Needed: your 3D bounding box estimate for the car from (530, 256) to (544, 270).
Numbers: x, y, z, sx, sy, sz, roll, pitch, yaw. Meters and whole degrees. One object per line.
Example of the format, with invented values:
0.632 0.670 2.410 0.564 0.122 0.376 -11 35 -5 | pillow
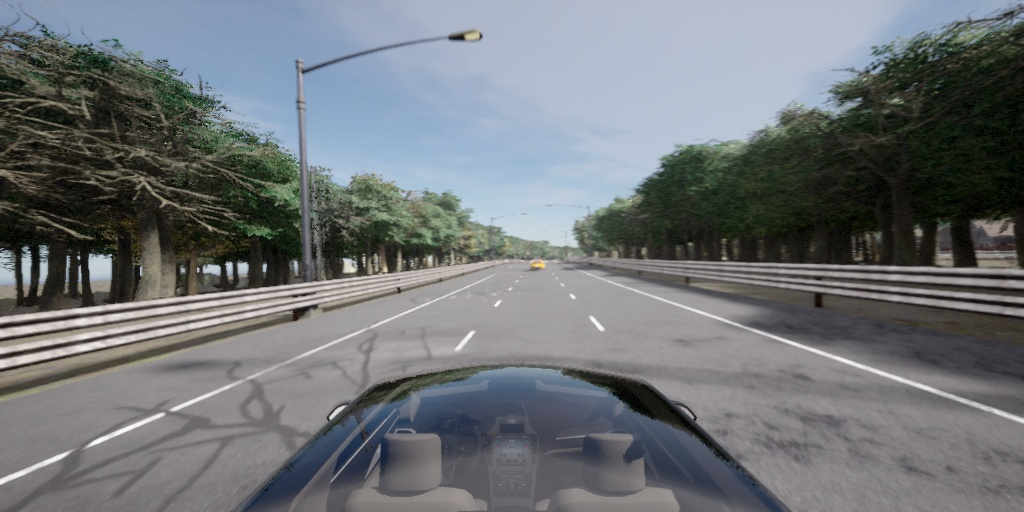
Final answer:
3.722 1.252 52.334 1.882 1.535 5.008 -3 -1 5 | car
